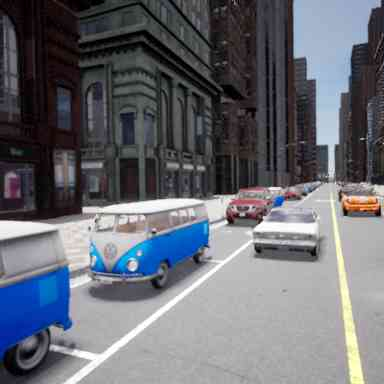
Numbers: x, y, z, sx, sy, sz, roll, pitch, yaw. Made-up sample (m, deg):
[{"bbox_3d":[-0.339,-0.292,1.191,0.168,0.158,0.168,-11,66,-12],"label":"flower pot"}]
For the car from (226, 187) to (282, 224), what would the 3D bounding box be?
[{"bbox_3d":[3.444,0.725,18.758,2.192,1.841,5.009,-1,2,22],"label":"car"}]

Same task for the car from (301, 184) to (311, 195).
[{"bbox_3d":[16.363,-0.112,50.003,1.947,1.339,4.313,-1,2,22],"label":"car"}]

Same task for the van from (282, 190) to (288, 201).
[{"bbox_3d":[5.597,0.568,23.965,1.690,1.788,3.998,-1,2,22],"label":"van"}]

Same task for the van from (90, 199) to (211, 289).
[{"bbox_3d":[-0.860,1.120,8.347,1.690,1.788,3.998,0,2,22],"label":"van"}]

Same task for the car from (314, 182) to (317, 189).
[{"bbox_3d":[24.973,-0.830,70.829,1.947,1.339,4.313,-1,2,22],"label":"car"}]

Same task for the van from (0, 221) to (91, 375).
[{"bbox_3d":[-3.012,1.304,3.141,1.690,1.788,3.998,0,2,22],"label":"van"}]

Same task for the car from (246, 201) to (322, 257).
[{"bbox_3d":[3.423,1.216,11.465,1.895,1.301,4.718,0,2,22],"label":"car"}]

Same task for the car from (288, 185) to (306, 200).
[{"bbox_3d":[12.058,0.227,39.590,1.887,1.381,4.507,-1,2,22],"label":"car"}]

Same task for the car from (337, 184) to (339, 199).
[{"bbox_3d":[17.219,0.176,36.790,1.837,1.490,4.892,0,2,23],"label":"car"}]

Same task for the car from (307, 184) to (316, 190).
[{"bbox_3d":[29.278,-1.210,81.242,1.887,1.381,4.507,-1,2,22],"label":"car"}]

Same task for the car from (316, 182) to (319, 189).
[{"bbox_3d":[27.121,-1.260,76.029,2.192,1.841,5.009,-1,2,22],"label":"car"}]

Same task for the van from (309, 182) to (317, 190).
[{"bbox_3d":[31.426,-1.593,86.443,1.690,1.788,3.998,-1,2,22],"label":"van"}]

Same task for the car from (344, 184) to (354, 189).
[{"bbox_3d":[39.312,-1.417,83.199,1.947,1.339,4.313,-1,2,22],"label":"car"}]

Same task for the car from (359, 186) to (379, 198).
[{"bbox_3d":[22.158,-0.027,41.707,1.752,1.417,4.829,-1,2,22],"label":"car"}]

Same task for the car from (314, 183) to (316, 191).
[{"bbox_3d":[22.821,-0.651,65.623,1.947,1.339,4.313,-1,2,22],"label":"car"}]

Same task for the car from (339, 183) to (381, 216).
[{"bbox_3d":[11.203,0.528,22.255,2.097,1.767,4.553,0,2,23],"label":"car"}]

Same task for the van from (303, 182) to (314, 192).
[{"bbox_3d":[20.664,-0.696,60.411,1.690,1.788,3.998,-1,2,22],"label":"van"}]

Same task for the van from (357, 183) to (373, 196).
[{"bbox_3d":[24.241,-0.385,46.751,1.690,1.788,3.998,-1,2,22],"label":"van"}]
